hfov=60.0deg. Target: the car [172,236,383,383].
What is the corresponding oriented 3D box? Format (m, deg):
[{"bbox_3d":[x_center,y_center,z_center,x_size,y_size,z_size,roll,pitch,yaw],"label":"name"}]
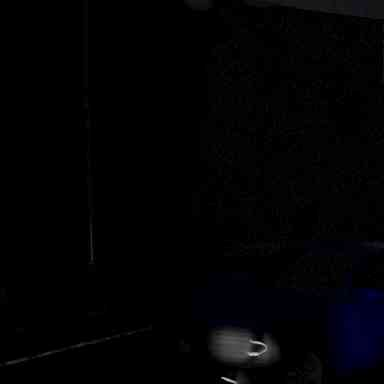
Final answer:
[{"bbox_3d":[2.132,1.469,4.918,5.008,1.535,1.882,0,0,-28],"label":"car"}]
